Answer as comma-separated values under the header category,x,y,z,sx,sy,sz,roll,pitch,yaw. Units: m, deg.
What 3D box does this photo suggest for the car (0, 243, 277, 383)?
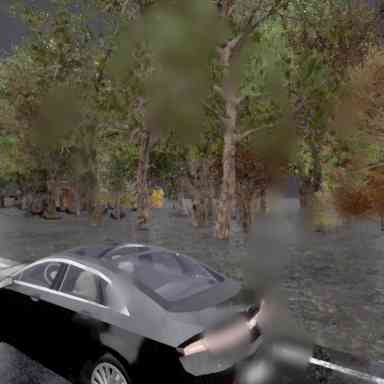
category,x,y,z,sx,sy,sz,roll,pitch,yaw
car,-1.299,1.487,4.637,4.902,1.511,2.128,0,1,38
